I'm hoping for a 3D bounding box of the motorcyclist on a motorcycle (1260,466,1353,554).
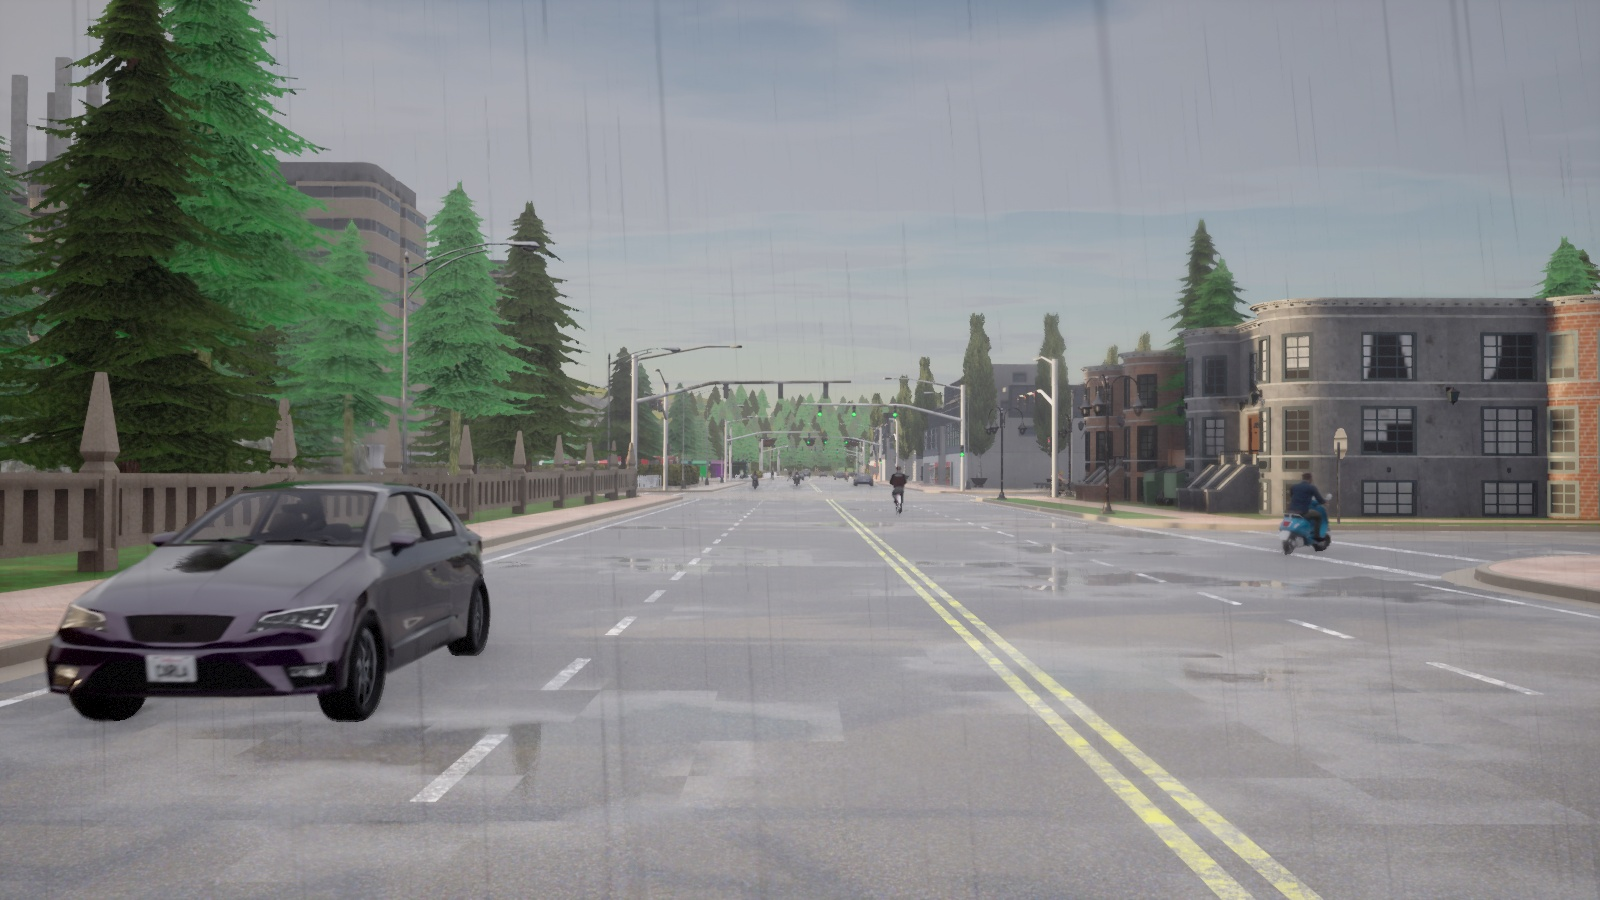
[{"bbox_3d":[9.804,1.134,24.301,1.817,1.590,0.866,1,3,-41],"label":"motorcyclist on a motorcycle"}]

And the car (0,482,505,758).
[{"bbox_3d":[-3.521,0.994,9.046,1.816,1.474,4.193,0,-1,0],"label":"car"}]
